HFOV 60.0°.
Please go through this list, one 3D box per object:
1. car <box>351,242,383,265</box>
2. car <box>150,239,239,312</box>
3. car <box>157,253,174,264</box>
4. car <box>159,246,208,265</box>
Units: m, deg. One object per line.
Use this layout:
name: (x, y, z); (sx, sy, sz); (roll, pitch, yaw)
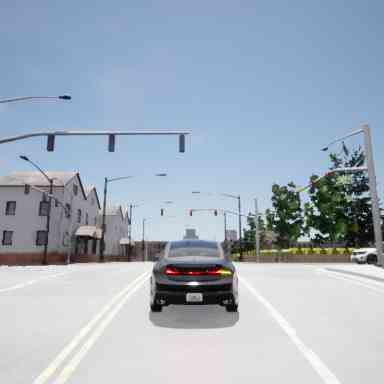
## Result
car: (16.800, 5.312, 28.826); (5.566, 2.045, 2.150); (0, -12, 1)
car: (0.047, 1.984, 8.586); (1.837, 1.490, 4.892); (0, -7, 0)
car: (-3.732, 9.553, 47.931); (2.128, 1.511, 4.902); (0, -12, 0)
car: (-0.837, 5.790, 29.922); (2.128, 1.511, 4.902); (7, -14, -33)
